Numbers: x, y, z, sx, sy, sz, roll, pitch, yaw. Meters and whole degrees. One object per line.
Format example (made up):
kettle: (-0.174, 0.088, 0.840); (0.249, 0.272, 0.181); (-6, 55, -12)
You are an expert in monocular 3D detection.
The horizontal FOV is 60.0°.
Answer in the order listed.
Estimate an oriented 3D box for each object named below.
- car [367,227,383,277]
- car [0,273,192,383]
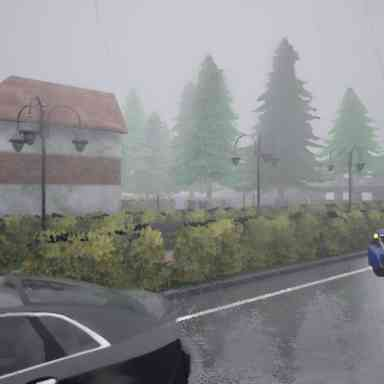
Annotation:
car: (7.059, 1.221, 9.069); (5.566, 2.045, 2.150); (0, 0, -36)
car: (-2.280, 1.507, 2.359); (4.892, 1.490, 1.837); (1, 0, -36)
